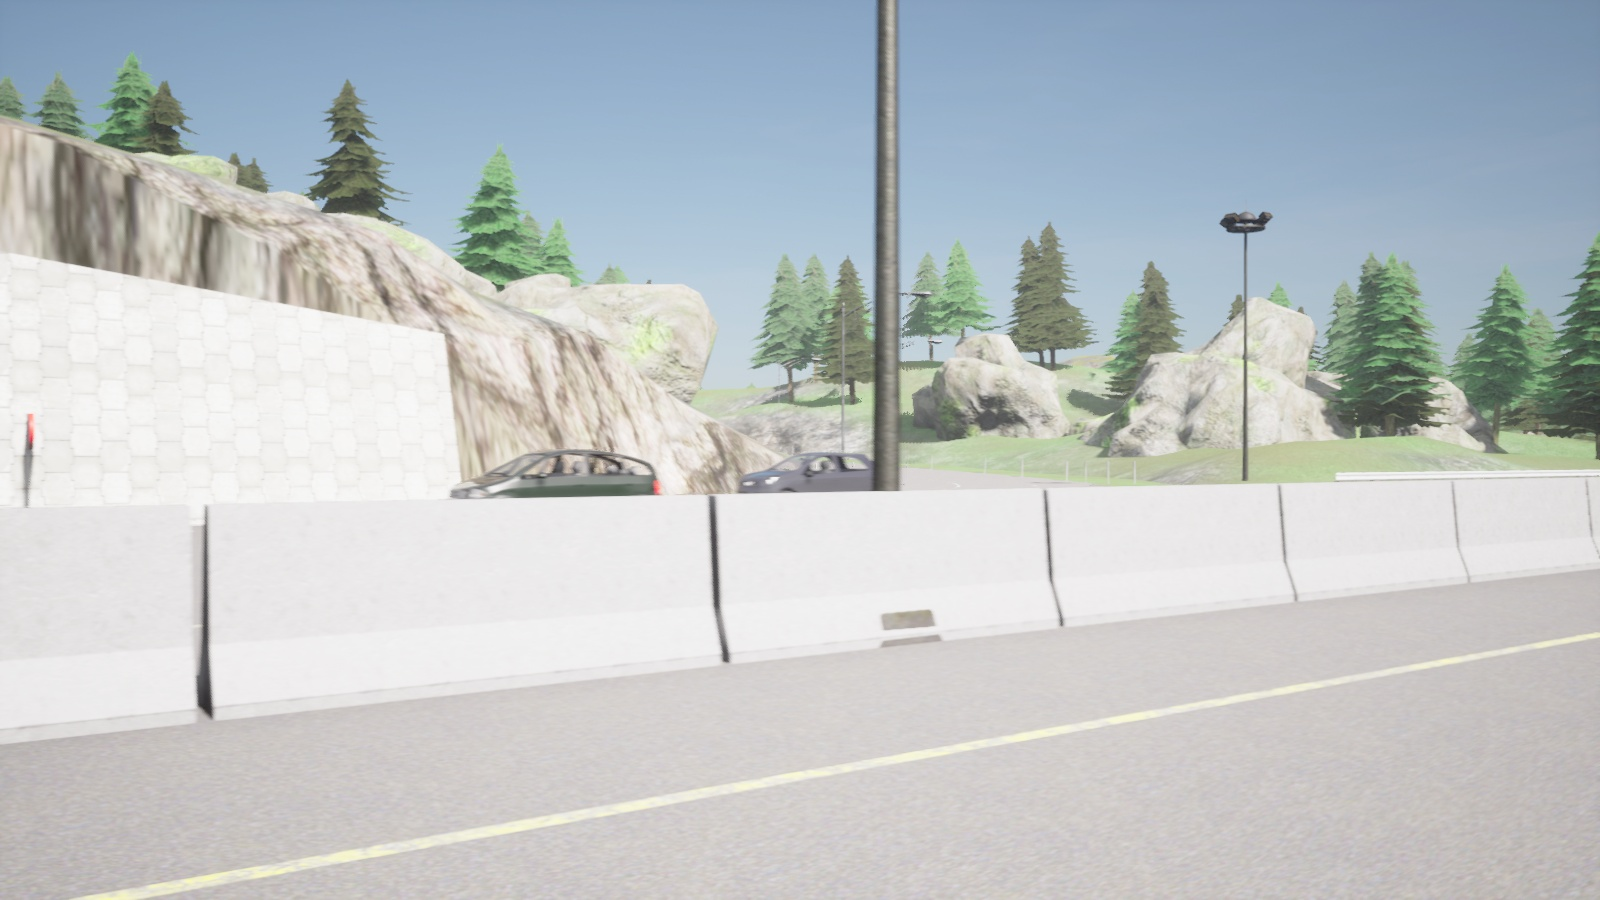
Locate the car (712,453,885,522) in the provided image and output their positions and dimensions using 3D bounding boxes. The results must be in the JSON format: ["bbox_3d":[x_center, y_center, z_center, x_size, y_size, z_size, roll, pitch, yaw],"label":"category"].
[{"bbox_3d":[-0.017,0.831,29.233,3.633,1.501,1.845,0,0,-35],"label":"car"}]

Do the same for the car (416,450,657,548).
[{"bbox_3d":[-4.546,0.786,21.816,3.705,1.549,1.789,0,0,-35],"label":"car"}]
